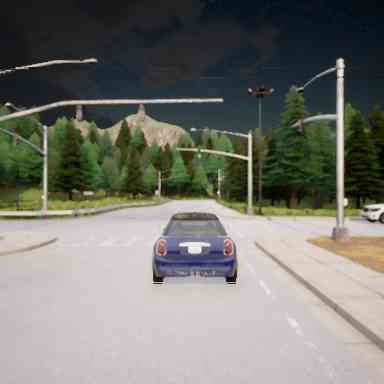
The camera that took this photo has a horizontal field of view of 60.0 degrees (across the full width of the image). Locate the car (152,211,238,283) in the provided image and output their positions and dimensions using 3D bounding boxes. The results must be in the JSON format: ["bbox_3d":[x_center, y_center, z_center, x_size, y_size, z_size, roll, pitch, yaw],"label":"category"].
[{"bbox_3d":[0.059,1.376,9.913,2.097,1.767,4.553,0,0,0],"label":"car"}]

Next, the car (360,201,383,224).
[{"bbox_3d":[15.570,1.306,24.663,5.566,2.045,2.150,0,0,1],"label":"car"}]
